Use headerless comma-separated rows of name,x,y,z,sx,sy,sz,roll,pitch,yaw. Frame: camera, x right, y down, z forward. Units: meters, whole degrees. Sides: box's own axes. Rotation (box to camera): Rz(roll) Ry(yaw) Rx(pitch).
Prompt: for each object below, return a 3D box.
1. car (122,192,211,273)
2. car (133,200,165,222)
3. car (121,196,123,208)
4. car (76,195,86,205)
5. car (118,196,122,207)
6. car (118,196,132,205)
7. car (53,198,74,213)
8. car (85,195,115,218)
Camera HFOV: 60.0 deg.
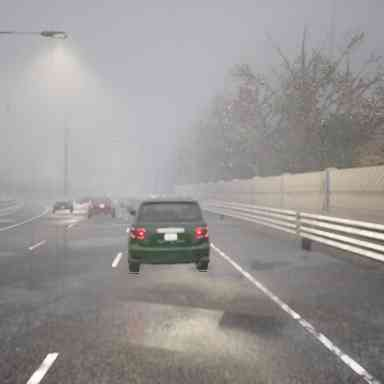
car,-0.815,1.142,10.609,2.150,2.045,5.566,0,0,-7
car,-3.367,1.376,25.528,1.994,1.385,4.181,0,0,-13
car,-6.001,1.310,34.917,1.994,1.385,4.181,0,0,-16
car,-15.960,1.160,49.282,1.837,1.490,4.892,0,1,-28
car,-7.913,1.265,41.308,1.994,1.385,4.181,0,1,-16
car,-10.073,1.241,49.926,1.895,1.301,4.718,0,0,-12
car,-13.148,1.290,34.053,1.812,1.442,4.674,0,0,-19
car,-7.618,1.152,28.087,2.097,1.767,4.553,0,0,-15
